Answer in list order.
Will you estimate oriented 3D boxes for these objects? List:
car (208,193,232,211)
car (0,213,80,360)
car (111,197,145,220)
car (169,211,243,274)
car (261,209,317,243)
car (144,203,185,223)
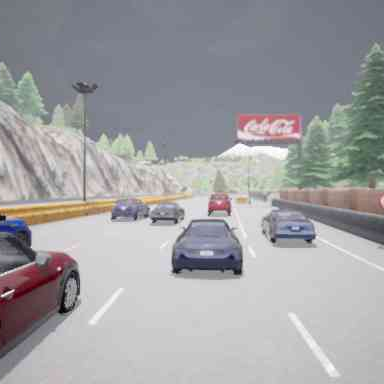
[{"bbox_3d":[2.747,1.141,32.745,2.150,2.045,5.566,0,0,6],"label":"car"},{"bbox_3d":[-3.283,1.333,4.737,2.097,1.767,4.553,0,0,1],"label":"car"},{"bbox_3d":[-4.905,1.272,27.045,2.097,1.767,4.553,0,0,6],"label":"car"},{"bbox_3d":[0.520,1.537,10.562,1.994,1.385,4.181,0,0,4],"label":"car"},{"bbox_3d":[4.465,1.514,15.991,2.033,1.411,5.357,0,0,6],"label":"car"},{"bbox_3d":[-1.681,1.480,24.441,2.033,1.411,5.357,0,0,6],"label":"car"}]
